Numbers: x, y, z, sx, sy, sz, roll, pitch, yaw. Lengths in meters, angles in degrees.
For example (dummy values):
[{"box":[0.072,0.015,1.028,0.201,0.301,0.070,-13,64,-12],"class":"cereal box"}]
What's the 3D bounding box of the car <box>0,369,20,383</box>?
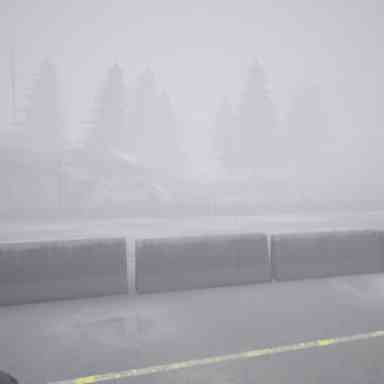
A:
[{"box":[-3.005,1.564,1.501,4.181,1.385,1.994,0,0,-17],"class":"car"}]
